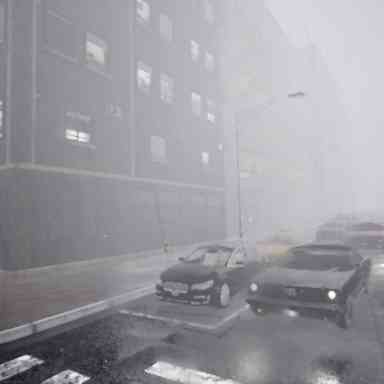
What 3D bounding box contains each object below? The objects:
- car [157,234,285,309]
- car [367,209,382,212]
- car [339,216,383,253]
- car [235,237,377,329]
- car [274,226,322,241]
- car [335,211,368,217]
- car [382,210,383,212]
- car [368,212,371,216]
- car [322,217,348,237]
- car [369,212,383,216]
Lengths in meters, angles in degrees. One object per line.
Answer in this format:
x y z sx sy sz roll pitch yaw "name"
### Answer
0.809 2.096 9.234 2.008 1.369 4.403 -4 -4 33 "car"
22.127 3.266 41.843 2.192 1.841 5.009 -4 -4 33 "car"
9.482 2.281 17.796 1.882 1.535 5.008 -4 -5 33 "car"
3.011 1.981 7.919 1.895 1.301 4.718 -5 -5 34 "car"
3.761 2.264 13.750 1.752 1.417 4.829 -4 -4 33 "car"
12.989 2.662 27.874 2.192 1.841 5.009 -4 -4 33 "car"
31.272 4.123 55.797 1.947 1.339 4.313 -4 -4 33 "car"
18.993 3.268 37.032 1.752 1.417 4.829 -4 -4 33 "car"
9.948 2.691 23.204 1.887 1.381 4.507 -4 -4 33 "car"
18.670 2.898 31.771 2.128 1.511 4.902 -5 -5 33 "car"
